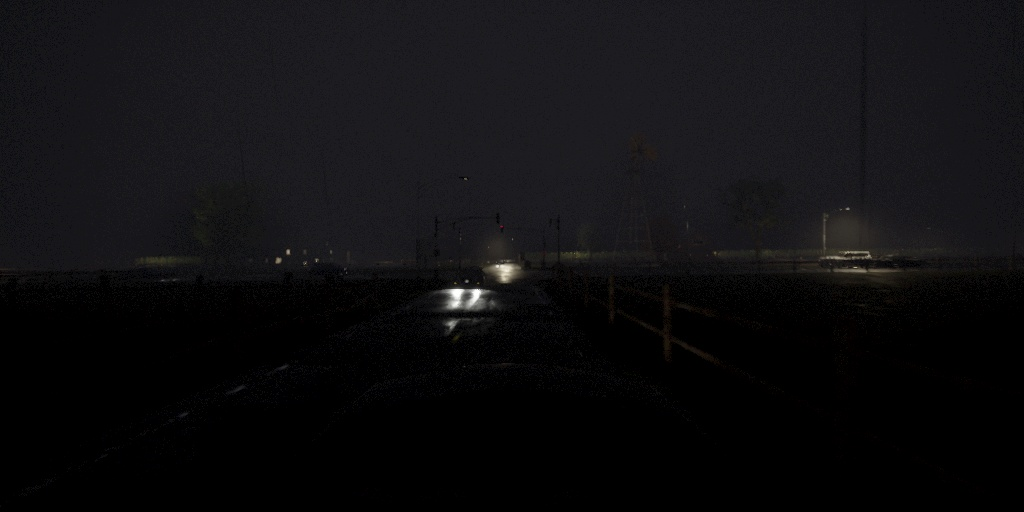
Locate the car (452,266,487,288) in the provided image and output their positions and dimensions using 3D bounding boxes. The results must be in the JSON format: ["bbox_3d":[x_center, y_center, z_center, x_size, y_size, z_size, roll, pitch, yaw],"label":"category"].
[{"bbox_3d":[-2.784,1.377,24.153,1.994,1.385,4.181,0,0,0],"label":"car"}]

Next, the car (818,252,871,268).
[{"bbox_3d":[41.468,0.492,44.653,5.566,2.045,2.150,-1,1,1],"label":"car"}]

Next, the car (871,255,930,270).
[{"bbox_3d":[44.786,0.634,41.128,4.553,1.767,2.097,-1,1,0],"label":"car"}]

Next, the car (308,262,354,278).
[{"bbox_3d":[-20.602,1.473,40.969,4.553,1.767,2.097,-1,1,0],"label":"car"}]

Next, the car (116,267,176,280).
[{"bbox_3d":[-41.717,1.997,40.919,5.357,1.411,2.033,-1,1,0],"label":"car"}]
